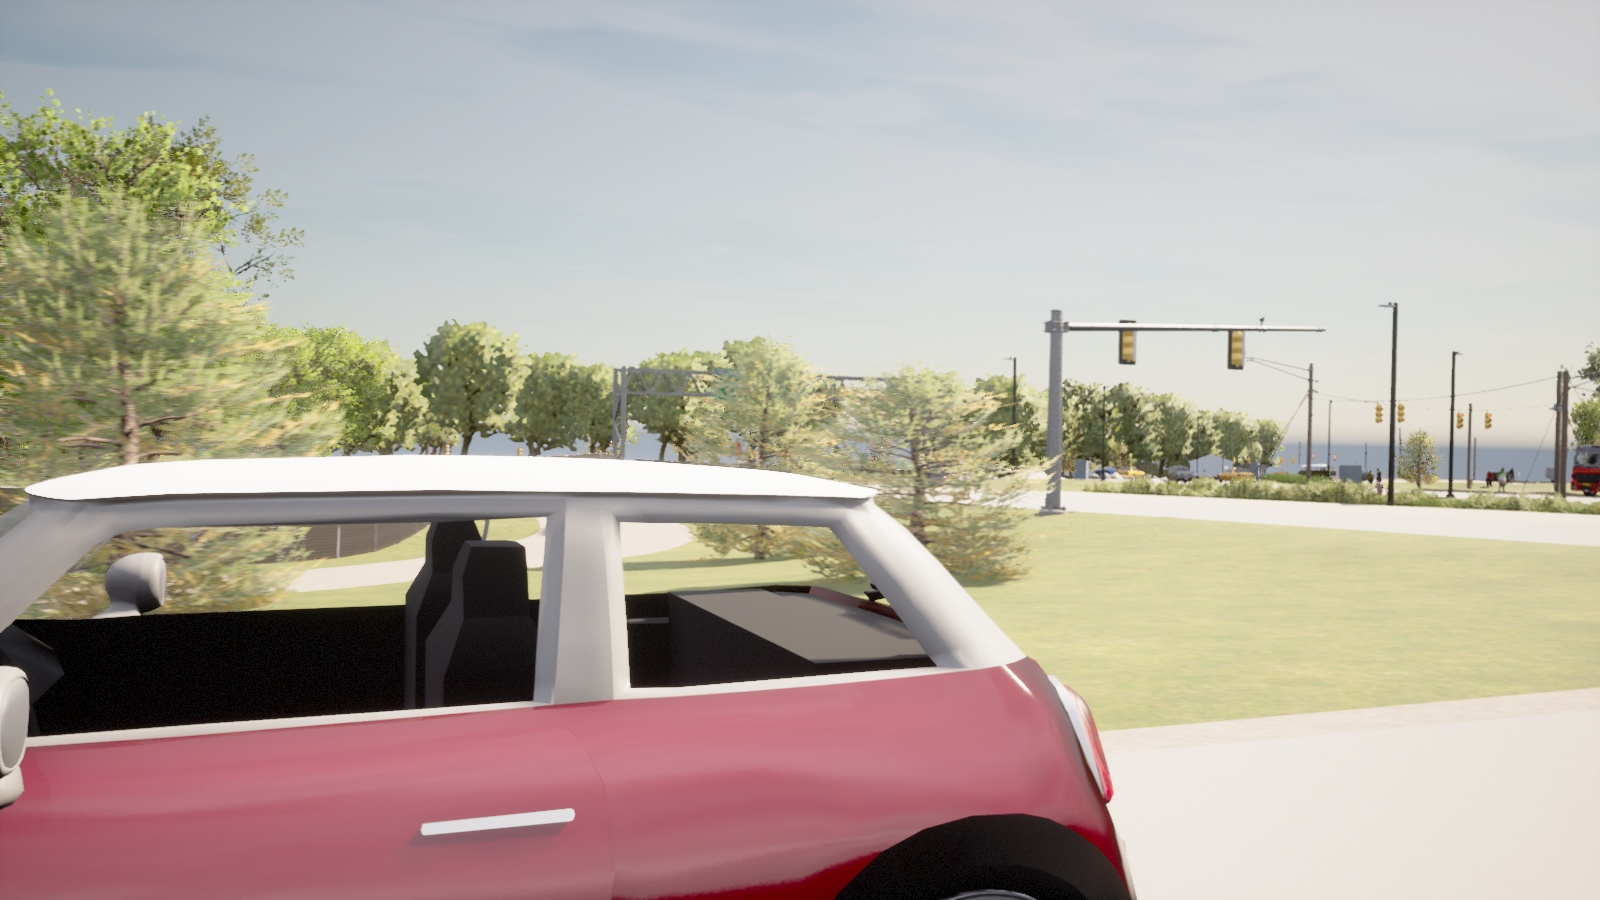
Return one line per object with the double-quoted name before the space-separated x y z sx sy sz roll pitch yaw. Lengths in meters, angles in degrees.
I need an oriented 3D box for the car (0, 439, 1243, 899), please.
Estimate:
"car" -1.240 0.731 2.767 3.806 1.475 1.970 -1 1 -21
